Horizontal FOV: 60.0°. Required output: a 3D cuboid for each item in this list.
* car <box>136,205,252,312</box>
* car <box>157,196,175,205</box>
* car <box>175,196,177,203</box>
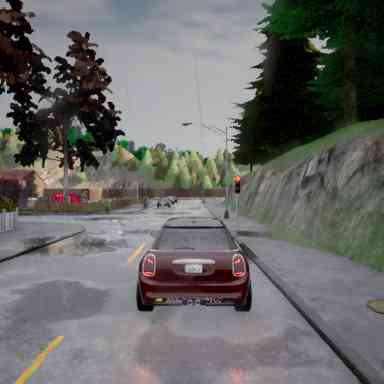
[{"bbox_3d":[0.055,1.352,7.899,2.097,1.767,4.553,0,0,1],"label":"car"},{"bbox_3d":[-4.086,1.491,49.068,2.128,1.511,4.902,0,0,0],"label":"car"},{"bbox_3d":[-4.061,1.526,59.098,1.812,1.442,4.674,0,0,0],"label":"car"}]
